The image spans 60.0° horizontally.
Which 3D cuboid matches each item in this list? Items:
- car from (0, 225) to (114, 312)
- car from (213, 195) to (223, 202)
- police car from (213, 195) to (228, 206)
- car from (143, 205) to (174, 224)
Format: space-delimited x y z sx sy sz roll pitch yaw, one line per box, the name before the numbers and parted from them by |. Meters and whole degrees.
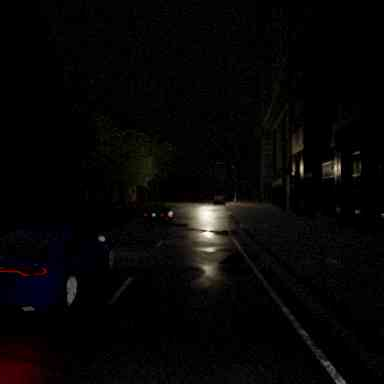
car | -3.275 1.533 7.959 1.882 1.535 5.008 0 0 1
car | 6.003 1.469 75.150 1.882 1.535 5.008 0 0 9
police car | 4.635 1.520 55.964 1.930 1.638 5.238 0 0 7
car | -2.581 1.708 26.295 2.033 1.411 5.357 0 0 3
